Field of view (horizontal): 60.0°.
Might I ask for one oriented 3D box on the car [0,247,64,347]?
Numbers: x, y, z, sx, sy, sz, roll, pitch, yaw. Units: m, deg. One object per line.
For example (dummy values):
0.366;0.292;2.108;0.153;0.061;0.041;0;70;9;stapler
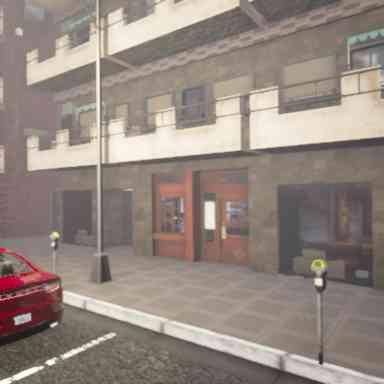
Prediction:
-4.110;1.610;5.814;4.507;1.381;1.887;-1;-1;36;car
